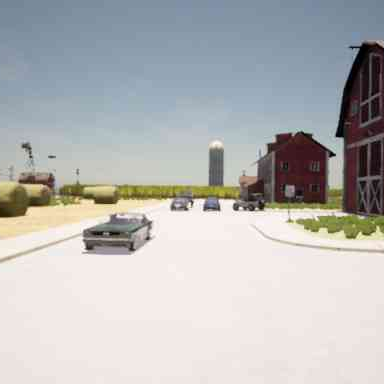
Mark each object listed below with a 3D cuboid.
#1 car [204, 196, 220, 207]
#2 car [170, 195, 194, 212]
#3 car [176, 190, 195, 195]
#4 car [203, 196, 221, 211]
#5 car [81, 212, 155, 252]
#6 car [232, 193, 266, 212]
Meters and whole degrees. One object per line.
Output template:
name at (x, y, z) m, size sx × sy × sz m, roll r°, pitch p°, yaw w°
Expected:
car at (2.990, 1.393, 49.611) m, size 2.128 × 1.511 × 4.902 m, roll 1°, pitch 0°, yaw 4°
car at (-1.328, 1.358, 37.532) m, size 2.128 × 1.511 × 4.902 m, roll 1°, pitch 0°, yaw 4°
car at (-0.838, 0.736, 45.024) m, size 2.150 × 2.045 × 5.566 m, roll 1°, pitch 0°, yaw 3°
car at (2.304, 1.472, 38.253) m, size 1.994 × 1.385 × 4.181 m, roll 1°, pitch -1°, yaw 5°
car at (-2.846, 1.518, 13.719) m, size 1.895 × 1.301 × 4.718 m, roll 1°, pitch 0°, yaw 3°
car at (6.357, 1.132, 37.193) m, size 1.905 × 1.878 × 3.866 m, roll -7°, pitch 3°, yaw -39°
